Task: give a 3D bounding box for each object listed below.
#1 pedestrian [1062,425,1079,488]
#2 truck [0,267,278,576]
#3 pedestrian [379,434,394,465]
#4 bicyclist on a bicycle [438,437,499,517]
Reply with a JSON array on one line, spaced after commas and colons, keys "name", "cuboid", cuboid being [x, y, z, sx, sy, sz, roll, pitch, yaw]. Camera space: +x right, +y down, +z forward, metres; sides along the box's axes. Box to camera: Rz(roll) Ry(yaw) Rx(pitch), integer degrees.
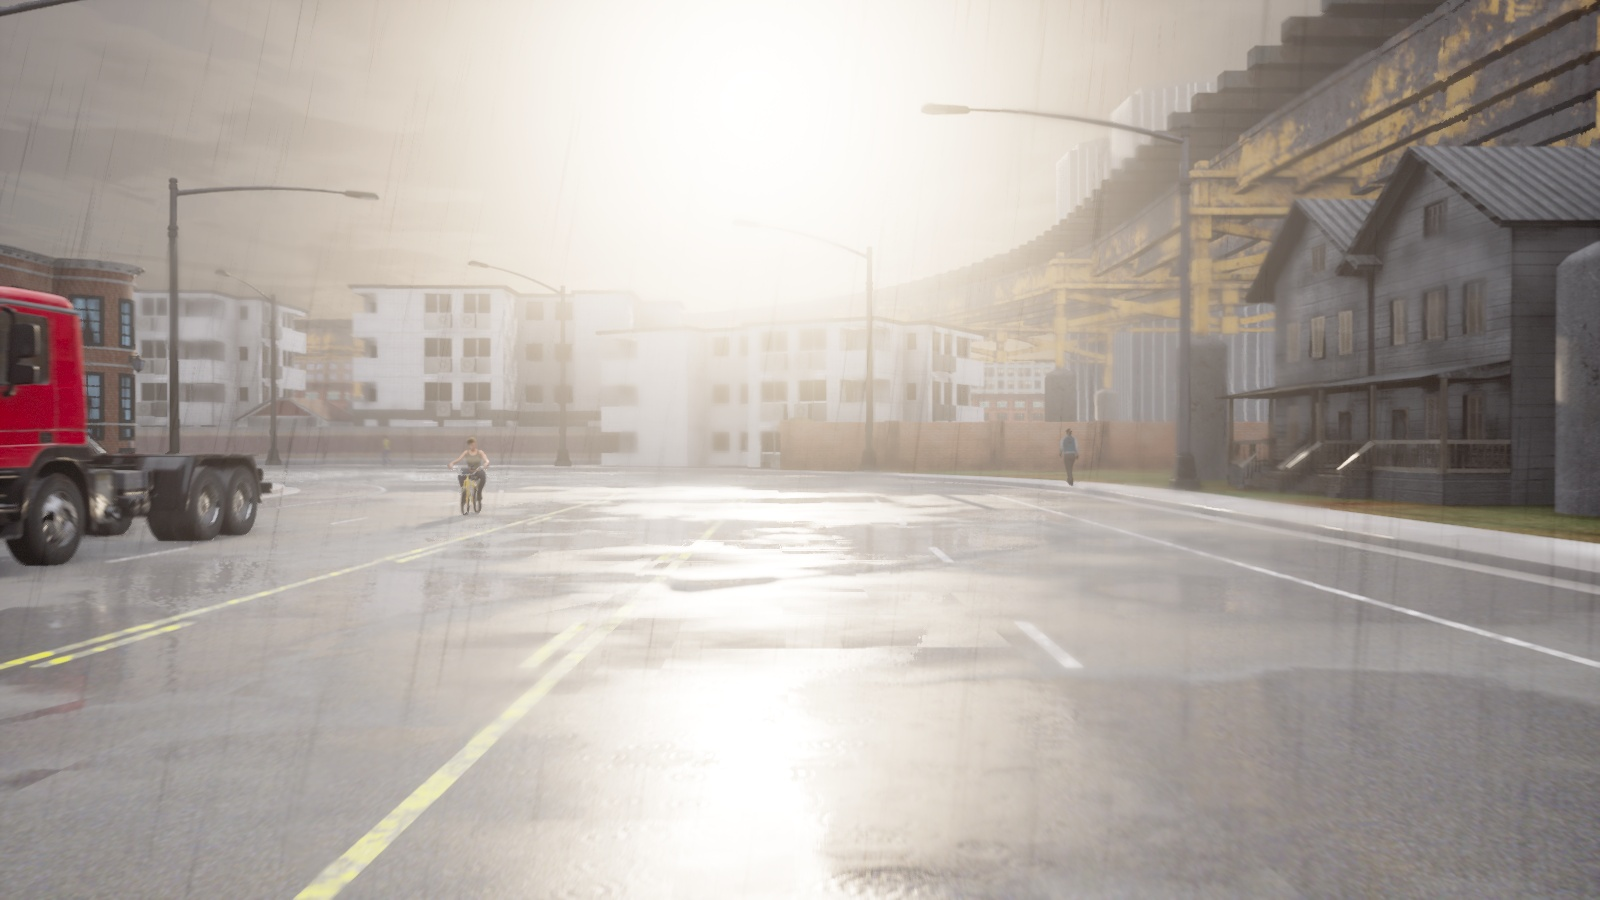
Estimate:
[{"name": "pedestrian", "cuboid": [8.340, 0.190, 38.724, 0.396, 1.930, 0.692, 0, 0, 2]}, {"name": "truck", "cuboid": [-10.381, -0.342, 17.482, 2.891, 3.462, 7.936, 0, 0, 0]}, {"name": "pedestrian", "cuboid": [-24.086, -0.030, 73.123, 0.706, 1.836, 0.354, 0, 0, 8]}, {"name": "bicyclist on a bicycle", "cuboid": [-6.842, 0.531, 25.971, 0.866, 1.612, 1.509, 0, 0, 0]}]
